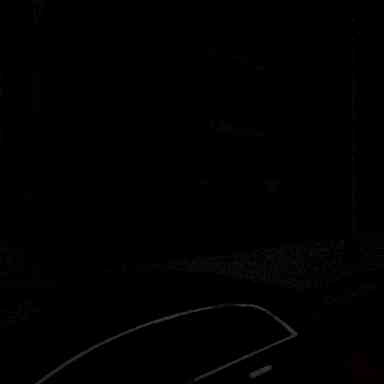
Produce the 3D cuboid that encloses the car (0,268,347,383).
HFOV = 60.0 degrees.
[{"bbox_3d":[-0.759,1.504,2.529,4.892,1.490,1.837,0,0,-35],"label":"car"}]
